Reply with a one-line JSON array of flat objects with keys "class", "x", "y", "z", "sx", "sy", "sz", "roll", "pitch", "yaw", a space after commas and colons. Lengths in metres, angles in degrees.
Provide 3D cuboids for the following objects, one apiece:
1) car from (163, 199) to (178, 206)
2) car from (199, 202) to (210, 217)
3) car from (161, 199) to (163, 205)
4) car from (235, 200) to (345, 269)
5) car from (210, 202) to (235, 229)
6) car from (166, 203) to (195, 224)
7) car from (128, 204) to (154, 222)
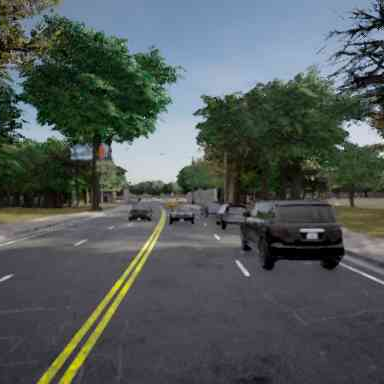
[{"class": "car", "x": -3.357, "y": 1.926, "z": 56.164, "sx": 1.882, "sy": 1.535, "sz": 5.008, "roll": 0, "pitch": 0, "yaw": -7}, {"class": "car", "x": 1.970, "y": 1.756, "z": 33.633, "sx": 2.033, "sy": 1.411, "sz": 5.357, "roll": 0, "pitch": 0, "yaw": -7}, {"class": "car", "x": -5.907, "y": 2.239, "z": 73.995, "sx": 1.895, "sy": 1.301, "sz": 4.718, "roll": 0, "pitch": -1, "yaw": -9}, {"class": "car", "x": 3.110, "y": 1.273, "z": 11.461, "sx": 2.150, "sy": 2.045, "sz": 5.566, "roll": 0, "pitch": 0, "yaw": -1}, {"class": "car", "x": 2.705, "y": 1.552, "z": 22.541, "sx": 2.033, "sy": 1.649, "sz": 4.856, "roll": 0, "pitch": 0, "yaw": -3}, {"class": "car", "x": -0.843, "y": 1.755, "z": 26.240, "sx": 1.895, "sy": 1.301, "sz": 4.718, "roll": 0, "pitch": 0, "yaw": -3}, {"class": "car", "x": -4.223, "y": 1.724, "z": 28.198, "sx": 2.033, "sy": 1.411, "sz": 5.357, "roll": 0, "pitch": 0, "yaw": -3}]
